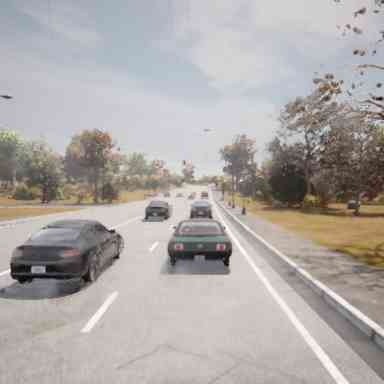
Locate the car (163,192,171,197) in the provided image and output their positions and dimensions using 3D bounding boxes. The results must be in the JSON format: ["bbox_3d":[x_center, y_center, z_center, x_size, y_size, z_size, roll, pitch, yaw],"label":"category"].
[{"bbox_3d":[-6.919,0.757,92.607,1.837,1.490,4.892,0,3,3],"label":"car"}]

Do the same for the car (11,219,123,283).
[{"bbox_3d":[-3.283,1.508,9.487,1.812,1.442,4.674,0,0,1],"label":"car"}]

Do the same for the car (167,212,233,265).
[{"bbox_3d":[0.267,1.582,11.626,1.895,1.301,4.718,0,0,1],"label":"car"}]

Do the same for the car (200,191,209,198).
[{"bbox_3d":[3.313,0.662,86.499,2.150,2.045,5.566,0,3,3],"label":"car"}]

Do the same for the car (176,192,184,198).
[{"bbox_3d":[-3.422,0.784,92.449,1.812,1.442,4.674,0,3,3],"label":"car"}]

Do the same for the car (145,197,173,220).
[{"bbox_3d":[-2.728,1.458,27.812,1.837,1.490,4.892,0,0,2],"label":"car"}]

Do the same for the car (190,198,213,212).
[{"bbox_3d":[0.780,1.480,28.437,1.812,1.442,4.674,0,0,2],"label":"car"}]

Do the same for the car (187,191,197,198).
[{"bbox_3d":[-0.164,1.026,87.095,1.895,1.301,4.718,0,3,3],"label":"car"}]
